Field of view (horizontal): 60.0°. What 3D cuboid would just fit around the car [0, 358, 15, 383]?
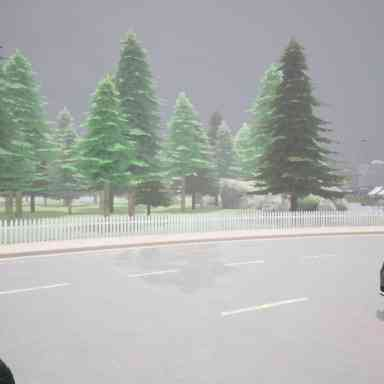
[{"bbox_3d":[-3.389,1.478,1.145,5.008,1.535,1.882,0,0,-37],"label":"car"}]

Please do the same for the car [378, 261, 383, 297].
[{"bbox_3d":[5.722,1.492,6.151,4.902,1.511,2.128,0,0,-23],"label":"car"}]

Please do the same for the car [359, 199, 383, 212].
[{"bbox_3d":[19.981,1.619,36.076,1.994,1.385,4.181,0,0,-3],"label":"car"}]

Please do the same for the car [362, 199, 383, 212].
[{"bbox_3d":[23.187,1.581,41.124,1.812,1.442,4.674,0,0,-3],"label":"car"}]
